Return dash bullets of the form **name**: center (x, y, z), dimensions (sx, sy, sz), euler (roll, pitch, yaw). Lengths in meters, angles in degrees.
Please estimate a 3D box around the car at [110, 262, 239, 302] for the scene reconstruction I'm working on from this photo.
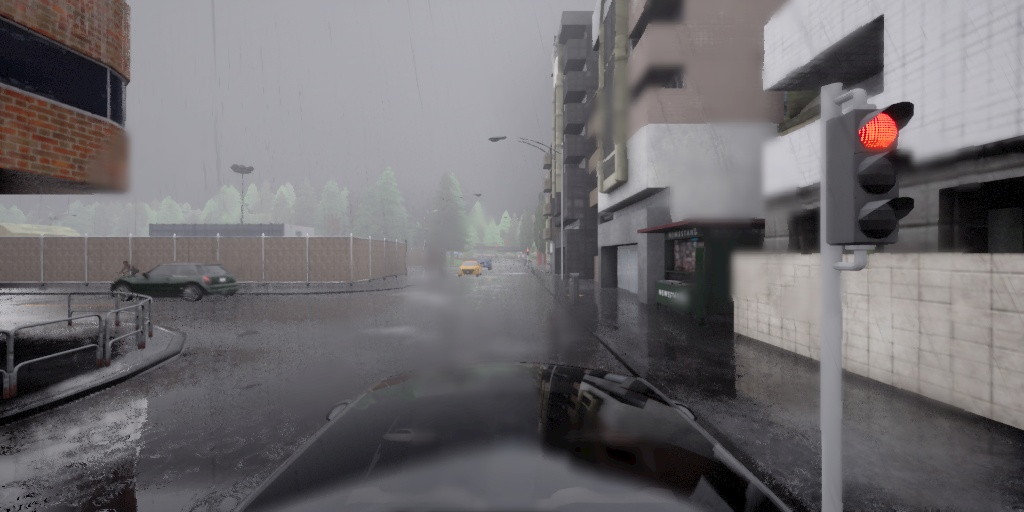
- **car**: center (-15.290, 1.102, 16.362), dimensions (4.553, 1.767, 2.097), euler (0, 0, 1)

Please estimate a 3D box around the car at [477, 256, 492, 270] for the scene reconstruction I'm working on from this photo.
- **car**: center (-4.050, 0.975, 51.165), dimensions (2.150, 2.045, 5.566), euler (0, 0, 0)

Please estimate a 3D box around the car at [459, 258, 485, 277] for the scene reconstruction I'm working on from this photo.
- **car**: center (-4.116, 1.228, 35.836), dimensions (1.882, 1.535, 5.008), euler (0, 0, 0)

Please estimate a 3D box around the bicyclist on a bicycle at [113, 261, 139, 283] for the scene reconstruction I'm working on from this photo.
- **bicyclist on a bicycle**: center (-22.184, 1.099, 20.738), dimensions (0.582, 1.620, 1.656), euler (0, 0, 0)
